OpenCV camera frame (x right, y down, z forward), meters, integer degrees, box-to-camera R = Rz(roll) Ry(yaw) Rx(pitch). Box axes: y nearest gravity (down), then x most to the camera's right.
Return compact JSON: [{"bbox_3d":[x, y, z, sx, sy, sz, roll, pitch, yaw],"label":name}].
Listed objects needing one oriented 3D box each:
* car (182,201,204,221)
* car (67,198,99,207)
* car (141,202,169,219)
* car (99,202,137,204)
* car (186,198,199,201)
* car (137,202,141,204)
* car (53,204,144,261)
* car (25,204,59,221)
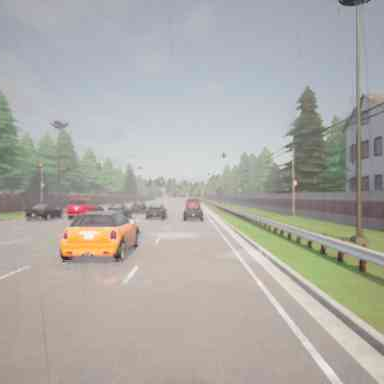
[{"bbox_3d":[0.114,1.899,31.839,2.128,1.511,4.902,0,-1,0],"label":"car"},{"bbox_3d":[-10.476,1.641,32.784,2.150,2.045,5.566,0,0,0],"label":"car"},{"bbox_3d":[-3.467,1.922,33.563,2.128,1.511,4.902,0,-1,0],"label":"car"},{"bbox_3d":[-6.982,1.901,32.019,2.128,1.511,4.902,0,-1,0],"label":"car"},{"bbox_3d":[0.121,1.819,46.352,2.150,2.045,5.566,0,0,0],"label":"car"},{"bbox_3d":[-6.953,2.063,44.706,2.128,1.511,4.902,0,-1,1],"label":"car"},{"bbox_3d":[-3.395,1.521,13.091,2.097,1.767,4.553,0,-1,0],"label":"car"},{"bbox_3d":[-13.984,1.880,31.812,1.882,1.535,5.008,0,0,0],"label":"car"}]
